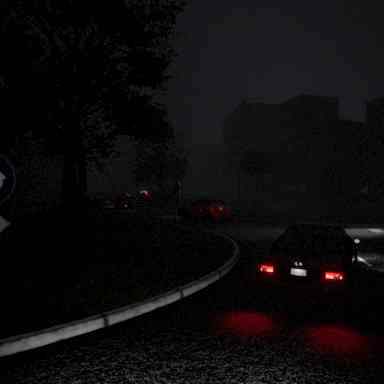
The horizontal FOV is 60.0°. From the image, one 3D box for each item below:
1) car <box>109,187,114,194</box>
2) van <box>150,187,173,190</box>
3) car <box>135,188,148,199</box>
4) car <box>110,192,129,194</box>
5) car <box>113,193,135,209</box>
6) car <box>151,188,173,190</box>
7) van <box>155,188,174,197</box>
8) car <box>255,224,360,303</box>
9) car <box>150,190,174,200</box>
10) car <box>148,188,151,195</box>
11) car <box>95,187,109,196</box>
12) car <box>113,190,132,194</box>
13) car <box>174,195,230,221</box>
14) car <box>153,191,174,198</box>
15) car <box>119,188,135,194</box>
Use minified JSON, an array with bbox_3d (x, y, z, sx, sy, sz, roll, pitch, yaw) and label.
[{"bbox_3d":[-23.815,-0.053,91.638,2.163,1.488,4.792,0,2,0],"label":"car"},{"bbox_3d":[-5.646,0.433,66.716,4.442,1.987,1.878,0,1,-6],"label":"van"},{"bbox_3d":[-10.744,0.586,70.507,2.128,1.511,4.902,0,2,-5],"label":"car"},{"bbox_3d":[-10.903,1.114,50.207,1.994,1.385,4.181,0,1,-11],"label":"car"},{"bbox_3d":[-8.344,1.276,40.475,1.837,1.490,4.892,0,1,-18],"label":"car"},{"bbox_3d":[-5.210,0.602,63.993,4.553,1.767,2.185,0,1,-6],"label":"car"},{"bbox_3d":[-6.431,0.142,77.485,4.442,1.987,1.878,0,2,-4],"label":"van"},{"bbox_3d":[3.110,1.532,8.416,2.033,1.411,5.357,0,0,27],"label":"car"},{"bbox_3d":[-4.958,0.796,61.253,4.892,1.521,2.231,0,1,-6],"label":"car"},{"bbox_3d":[-5.795,0.338,69.459,5.566,2.045,2.435,0,2,-6],"label":"car"},{"bbox_3d":[-23.671,0.084,86.148,2.097,1.535,5.008,0,2,-2],"label":"car"},{"bbox_3d":[-12.568,0.869,60.111,2.033,1.411,5.357,0,1,-6],"label":"car"},{"bbox_3d":[0.890,1.295,26.752,2.097,1.767,4.553,0,0,-38],"label":"car"},{"bbox_3d":[-6.335,0.485,74.780,4.674,1.452,2.002,0,2,-4],"label":"car"},{"bbox_3d":[-13.708,0.552,69.974,1.882,1.535,5.008,0,2,-5],"label":"car"}]
